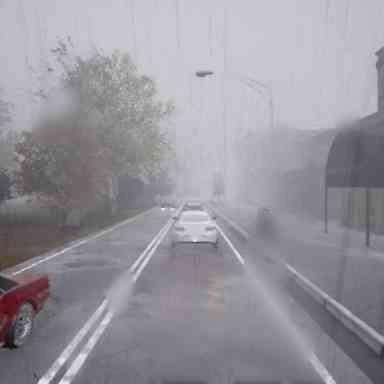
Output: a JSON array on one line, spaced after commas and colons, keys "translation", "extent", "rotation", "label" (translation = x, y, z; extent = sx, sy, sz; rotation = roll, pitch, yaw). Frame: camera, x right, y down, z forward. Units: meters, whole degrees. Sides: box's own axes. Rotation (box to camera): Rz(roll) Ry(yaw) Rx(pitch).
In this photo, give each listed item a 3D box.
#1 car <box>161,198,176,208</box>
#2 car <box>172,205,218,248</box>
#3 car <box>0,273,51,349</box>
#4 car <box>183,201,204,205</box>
[{"translation": [-3.295, 1.511, 46.892], "extent": [2.033, 1.411, 5.357], "rotation": [0, 0, 0], "label": "car"}, {"translation": [0.111, 1.519, 14.572], "extent": [1.812, 1.442, 4.674], "rotation": [0, 0, 0], "label": "car"}, {"translation": [-3.349, 1.599, 3.484], "extent": [1.895, 1.301, 4.718], "rotation": [0, 0, 0], "label": "car"}, {"translation": [0.121, 1.508, 30.474], "extent": [1.812, 1.442, 4.674], "rotation": [0, 0, 0], "label": "car"}]
